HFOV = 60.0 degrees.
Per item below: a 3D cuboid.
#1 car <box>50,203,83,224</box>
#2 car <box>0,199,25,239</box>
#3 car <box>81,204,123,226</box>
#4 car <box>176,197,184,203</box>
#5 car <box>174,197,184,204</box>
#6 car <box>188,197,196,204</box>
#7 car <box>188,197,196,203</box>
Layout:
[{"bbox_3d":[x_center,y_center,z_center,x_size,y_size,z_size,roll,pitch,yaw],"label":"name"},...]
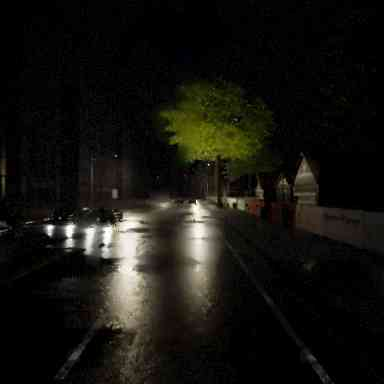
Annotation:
[{"bbox_3d":[-9.771,1.691,27.069,1.837,1.490,4.892,0,0,1],"label":"car"},{"bbox_3d":[-9.770,1.324,15.054,2.150,2.045,5.566,0,-1,0],"label":"car"},{"bbox_3d":[-6.537,1.739,25.182,1.994,1.385,4.181,0,-1,0],"label":"car"},{"bbox_3d":[-3.218,2.107,88.783,1.994,1.385,4.181,0,-1,0],"label":"car"},{"bbox_3d":[-3.222,2.217,78.638,1.895,1.301,4.718,0,-1,0],"label":"car"},{"bbox_3d":[0.028,2.160,78.346,2.033,1.411,5.357,0,-1,0],"label":"car"},{"bbox_3d":[0.031,2.033,88.782,1.882,1.535,5.008,0,-1,0],"label":"car"}]
